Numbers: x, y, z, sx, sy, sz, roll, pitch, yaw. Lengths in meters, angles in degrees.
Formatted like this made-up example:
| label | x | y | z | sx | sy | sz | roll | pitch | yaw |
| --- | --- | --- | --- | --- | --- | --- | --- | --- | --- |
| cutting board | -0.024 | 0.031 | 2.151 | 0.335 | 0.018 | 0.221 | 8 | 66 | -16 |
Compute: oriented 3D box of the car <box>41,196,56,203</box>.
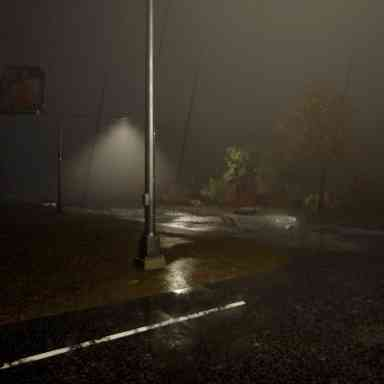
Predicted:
| label | x | y | z | sx | sy | sz | roll | pitch | yaw |
| --- | --- | --- | --- | --- | --- | --- | --- | --- | --- |
| car | -27.313 | 1.387 | 63.105 | 2.033 | 1.411 | 5.357 | 0 | 0 | -36 |

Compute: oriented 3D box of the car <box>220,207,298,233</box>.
| label | x | y | z | sx | sy | sz | roll | pitch | yaw |
| --- | --- | --- | --- | --- | --- | --- | --- | --- | --- |
| car | 3.870 | 1.594 | 19.766 | 1.895 | 1.301 | 4.718 | 0 | 0 | -36 |
